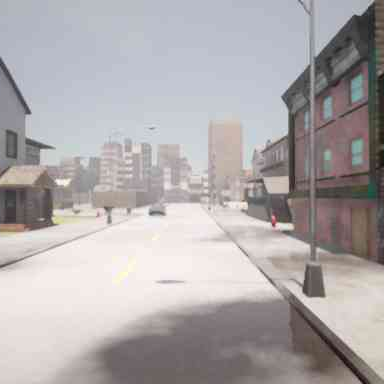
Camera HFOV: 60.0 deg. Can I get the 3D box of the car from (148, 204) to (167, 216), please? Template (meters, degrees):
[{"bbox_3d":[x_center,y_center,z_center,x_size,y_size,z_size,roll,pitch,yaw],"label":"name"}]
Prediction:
[{"bbox_3d":[-4.010,2.102,39.497,2.033,1.411,5.357,0,-1,0],"label":"car"}]
